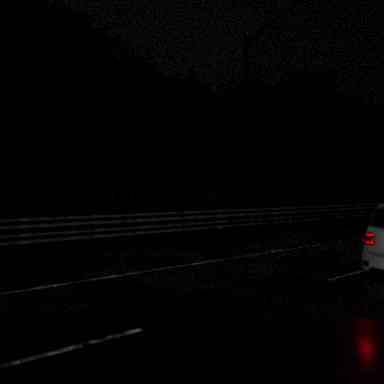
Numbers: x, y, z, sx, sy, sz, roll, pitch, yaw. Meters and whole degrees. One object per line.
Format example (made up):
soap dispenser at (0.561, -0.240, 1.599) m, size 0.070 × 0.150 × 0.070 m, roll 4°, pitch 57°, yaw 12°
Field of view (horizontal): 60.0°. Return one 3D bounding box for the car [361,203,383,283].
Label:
car at (6.522, 1.218, 8.376) m, size 5.566 × 2.045 × 2.150 m, roll 0°, pitch 0°, yaw -35°
